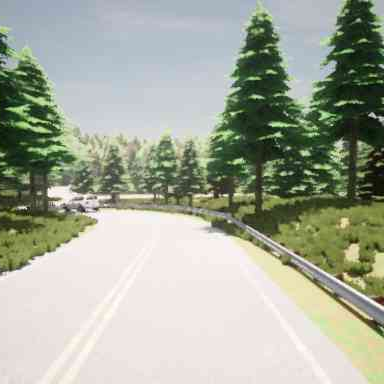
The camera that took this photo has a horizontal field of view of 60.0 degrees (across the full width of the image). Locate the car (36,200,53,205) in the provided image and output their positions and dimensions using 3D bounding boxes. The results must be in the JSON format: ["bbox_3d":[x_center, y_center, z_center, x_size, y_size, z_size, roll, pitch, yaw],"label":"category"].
[{"bbox_3d":[-18.300,1.915,40.726,4.553,1.767,2.097,-2,3,37],"label":"car"}]

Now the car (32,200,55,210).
[{"bbox_3d":[-25.889,2.180,58.290,2.033,1.411,5.357,0,1,-4],"label":"car"}]

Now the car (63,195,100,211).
[{"bbox_3d":[-13.781,1.451,41.346,5.566,2.045,2.150,-2,3,38],"label":"car"}]
